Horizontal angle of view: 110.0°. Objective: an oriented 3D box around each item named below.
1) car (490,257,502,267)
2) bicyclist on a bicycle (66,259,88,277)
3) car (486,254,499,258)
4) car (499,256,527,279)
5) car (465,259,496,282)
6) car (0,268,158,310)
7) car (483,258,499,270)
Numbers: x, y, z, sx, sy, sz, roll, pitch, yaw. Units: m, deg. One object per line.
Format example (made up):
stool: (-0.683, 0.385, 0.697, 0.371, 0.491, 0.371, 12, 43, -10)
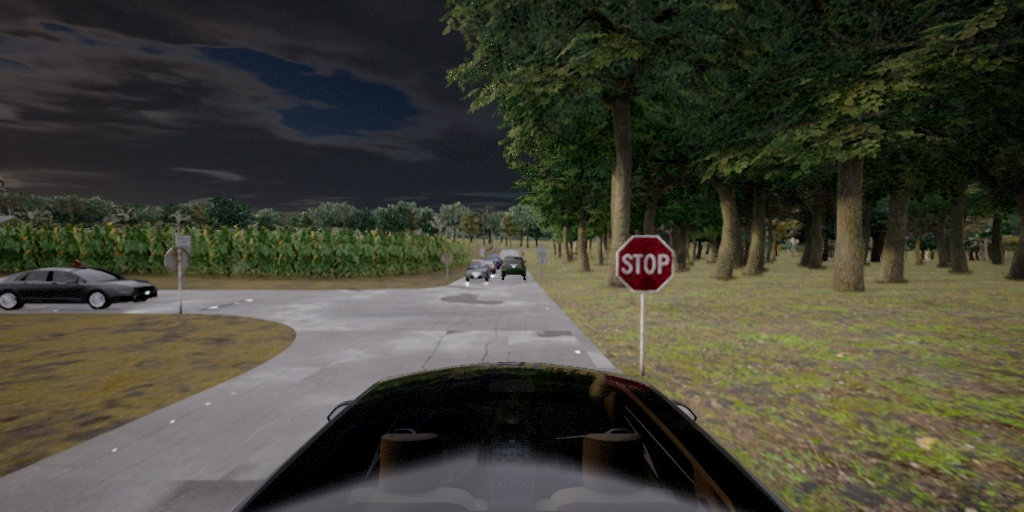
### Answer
car: (-2.650, 0.952, 60.362, 1.812, 1.442, 4.674, 0, 1, 0)
bicyclist on a bicycle: (-23.415, 0.997, 19.376, 0.582, 1.620, 1.656, 1, 0, -11)
car: (-2.738, 0.803, 50.053, 2.150, 2.045, 5.566, 0, 1, 0)
car: (0.162, 1.011, 33.204, 2.150, 2.045, 5.566, 0, 0, 0)
car: (-2.792, 1.301, 30.328, 2.128, 1.511, 4.902, 0, 0, 0)
car: (-16.957, 1.215, 14.020, 4.892, 1.490, 1.837, 0, 2, -7)
car: (-2.767, 1.244, 40.349, 1.812, 1.442, 4.674, 0, 1, 0)
